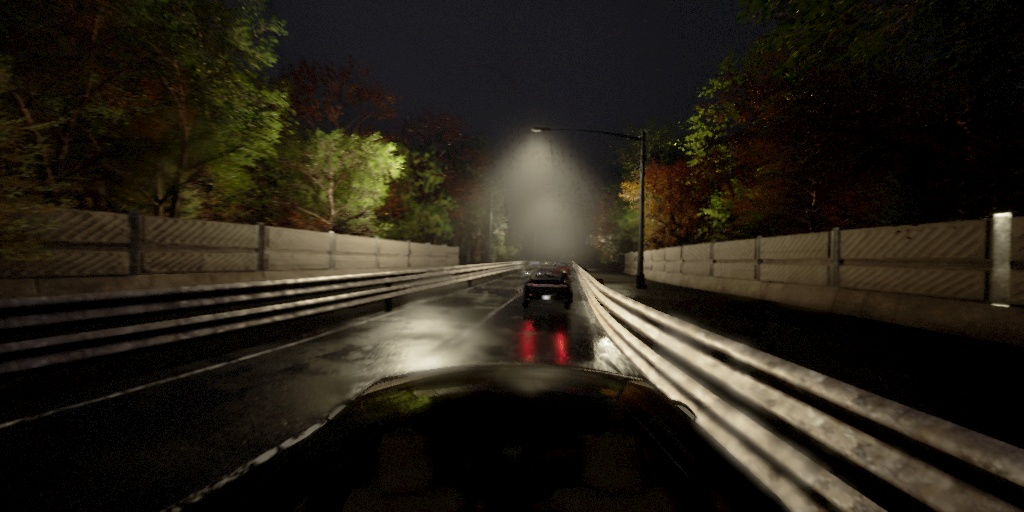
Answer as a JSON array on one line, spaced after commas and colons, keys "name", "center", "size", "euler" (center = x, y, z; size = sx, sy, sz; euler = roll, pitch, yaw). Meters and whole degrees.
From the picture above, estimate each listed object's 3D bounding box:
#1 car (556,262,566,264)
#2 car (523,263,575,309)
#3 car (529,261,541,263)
[{"name": "car", "center": [5.393, 1.401, 39.413], "size": [1.994, 1.385, 4.181], "euler": [1, 0, 9]}, {"name": "car", "center": [1.578, 1.262, 15.096], "size": [2.128, 1.511, 4.902], "euler": [1, 0, 9]}, {"name": "car", "center": [2.900, 1.347, 45.516], "size": [2.033, 1.411, 5.357], "euler": [1, 0, 9]}]
